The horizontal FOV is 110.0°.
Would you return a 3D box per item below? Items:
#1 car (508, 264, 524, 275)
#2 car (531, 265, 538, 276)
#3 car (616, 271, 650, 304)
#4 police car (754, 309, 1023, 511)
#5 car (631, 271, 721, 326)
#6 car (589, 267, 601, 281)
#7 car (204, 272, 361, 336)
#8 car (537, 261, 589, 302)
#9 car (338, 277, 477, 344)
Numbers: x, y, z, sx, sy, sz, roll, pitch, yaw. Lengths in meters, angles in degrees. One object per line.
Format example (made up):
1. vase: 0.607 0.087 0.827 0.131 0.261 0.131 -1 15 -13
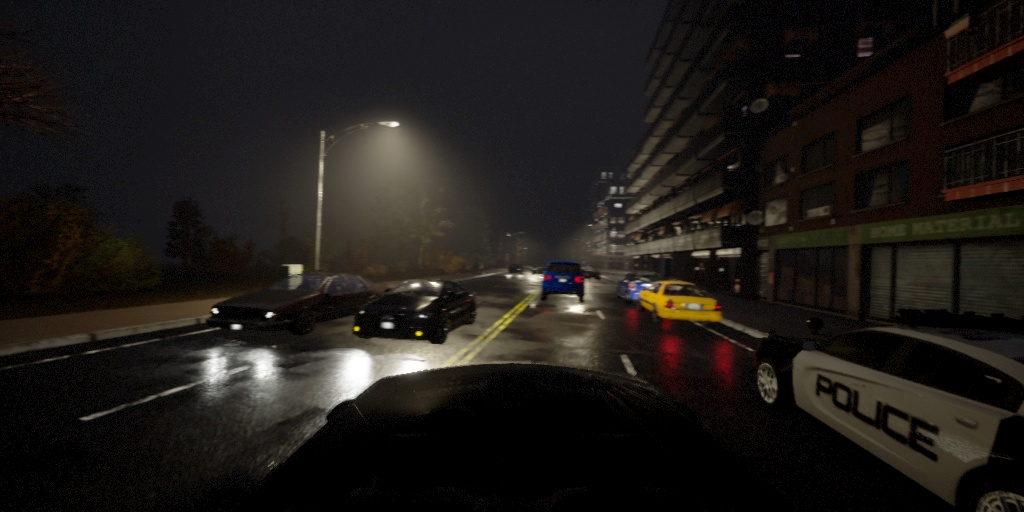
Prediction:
1. car: 0.586 1.863 51.551 1.882 1.535 5.008 2 -1 7
2. car: 3.788 2.051 50.998 2.033 1.411 5.357 2 -1 8
3. car: 6.942 1.582 19.318 2.097 1.767 4.553 2 -1 9
4. police car: 4.367 1.367 3.583 1.930 1.638 5.238 2 -1 10
5. car: 6.027 1.581 13.577 1.801 1.575 5.366 2 -1 9
6. car: 9.299 2.207 42.155 1.895 1.301 4.718 2 -1 8
7. car: -5.481 1.185 10.321 2.033 1.411 5.357 2 -1 9
8. car: 2.844 1.299 19.778 2.150 2.045 5.566 2 -1 9
9. car: -2.319 1.316 9.572 1.994 1.385 4.181 2 -1 9
